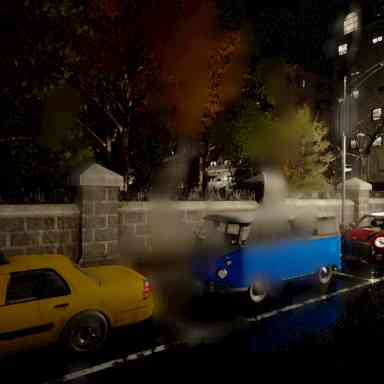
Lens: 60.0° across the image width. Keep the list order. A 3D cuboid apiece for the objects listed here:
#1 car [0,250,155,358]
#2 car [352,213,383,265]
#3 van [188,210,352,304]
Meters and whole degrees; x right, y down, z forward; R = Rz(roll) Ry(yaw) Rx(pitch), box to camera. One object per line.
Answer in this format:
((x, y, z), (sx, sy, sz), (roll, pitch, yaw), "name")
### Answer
((-2.876, 1.525, 4.499), (4.829, 1.417, 1.752), (0, 1, -36), "car")
((6.393, 1.442, 11.129), (4.097, 1.590, 1.967), (0, 1, -36), "car")
((1.829, 1.343, 7.862), (3.998, 1.788, 1.690), (0, 1, -36), "van")
